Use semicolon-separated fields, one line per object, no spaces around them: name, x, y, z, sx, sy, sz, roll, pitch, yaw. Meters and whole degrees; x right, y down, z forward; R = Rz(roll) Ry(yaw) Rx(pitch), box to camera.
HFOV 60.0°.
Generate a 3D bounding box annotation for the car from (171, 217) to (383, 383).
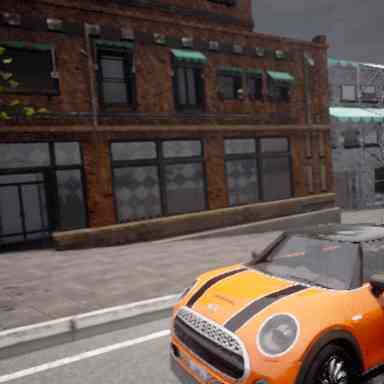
car;1.959;1.310;4.781;4.553;1.767;2.097;-1;1;-33
